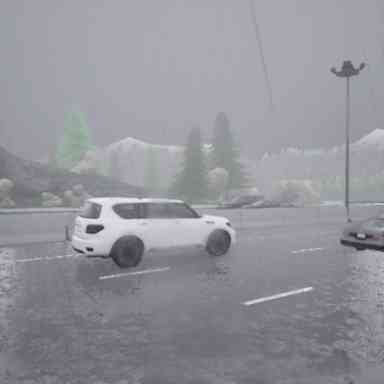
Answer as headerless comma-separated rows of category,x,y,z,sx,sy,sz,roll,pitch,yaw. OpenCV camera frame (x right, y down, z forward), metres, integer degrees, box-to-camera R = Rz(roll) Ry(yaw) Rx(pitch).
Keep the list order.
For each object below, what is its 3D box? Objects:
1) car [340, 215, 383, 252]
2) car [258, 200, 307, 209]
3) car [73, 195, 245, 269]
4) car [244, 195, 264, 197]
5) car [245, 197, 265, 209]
car,8.071,1.579,12.793,5.357,1.411,2.033,0,0,-29
car,8.443,1.627,28.991,4.718,1.301,1.895,0,0,-26
car,-1.107,1.207,11.296,5.566,2.045,2.150,0,0,-33
car,5.348,1.321,35.269,5.566,2.045,2.150,0,0,-26
car,6.907,1.506,32.135,5.008,1.535,1.882,0,0,-26
